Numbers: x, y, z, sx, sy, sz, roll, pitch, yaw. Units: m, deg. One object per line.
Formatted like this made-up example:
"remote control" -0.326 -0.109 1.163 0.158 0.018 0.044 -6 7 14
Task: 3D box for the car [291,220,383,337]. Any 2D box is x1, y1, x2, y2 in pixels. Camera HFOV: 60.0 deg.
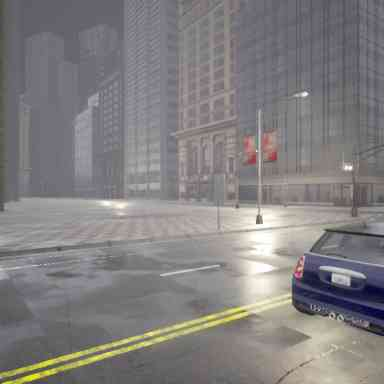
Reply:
"car" 3.992 1.351 6.303 4.553 1.767 2.097 0 0 -36
